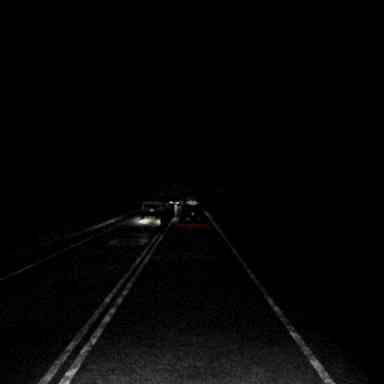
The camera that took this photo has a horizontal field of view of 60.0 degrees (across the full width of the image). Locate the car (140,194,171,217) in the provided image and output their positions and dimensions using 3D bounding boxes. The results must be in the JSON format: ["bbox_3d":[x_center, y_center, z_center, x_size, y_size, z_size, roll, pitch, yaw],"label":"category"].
[{"bbox_3d":[-3.418,1.183,30.844,2.150,2.045,5.566,0,0,0],"label":"car"}]

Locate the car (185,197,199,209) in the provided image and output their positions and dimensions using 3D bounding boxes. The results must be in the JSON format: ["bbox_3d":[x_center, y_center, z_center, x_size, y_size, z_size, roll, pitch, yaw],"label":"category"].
[{"bbox_3d":[-0.043,1.436,43.858,1.812,1.442,4.674,0,0,0],"label":"car"}]

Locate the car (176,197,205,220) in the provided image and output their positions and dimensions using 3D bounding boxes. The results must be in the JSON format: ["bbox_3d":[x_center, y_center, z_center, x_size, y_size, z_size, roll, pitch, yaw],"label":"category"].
[{"bbox_3d":[0.041,1.453,27.438,2.128,1.511,4.902,0,0,0],"label":"car"}]

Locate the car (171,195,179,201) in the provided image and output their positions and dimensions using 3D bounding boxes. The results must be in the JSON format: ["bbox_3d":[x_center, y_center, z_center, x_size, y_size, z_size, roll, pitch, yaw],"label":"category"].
[{"bbox_3d":[-3.661,1.305,70.904,1.994,1.385,4.181,0,0,-1],"label":"car"}]
